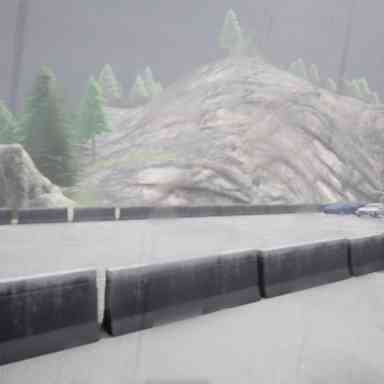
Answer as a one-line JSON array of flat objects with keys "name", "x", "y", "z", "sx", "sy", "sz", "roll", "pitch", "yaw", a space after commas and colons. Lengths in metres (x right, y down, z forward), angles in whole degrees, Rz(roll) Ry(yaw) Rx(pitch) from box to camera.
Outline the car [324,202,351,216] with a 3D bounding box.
[{"name": "car", "x": 16.677, "y": 1.853, "z": 37.018, "sx": 5.008, "sy": 1.535, "sz": 1.882, "roll": 1, "pitch": 0, "yaw": -35}]

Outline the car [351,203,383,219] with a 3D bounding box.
[{"name": "car", "x": 18.763, "y": 1.909, "z": 34.207, "sx": 4.674, "sy": 1.442, "sz": 1.812, "roll": 1, "pitch": 0, "yaw": -35}]
